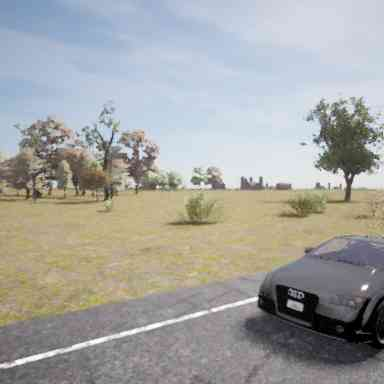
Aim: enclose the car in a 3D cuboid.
[{"bbox_3d":[3.211,1.559,6.280,4.181,1.385,1.994,0,0,-35],"label":"car"}]
